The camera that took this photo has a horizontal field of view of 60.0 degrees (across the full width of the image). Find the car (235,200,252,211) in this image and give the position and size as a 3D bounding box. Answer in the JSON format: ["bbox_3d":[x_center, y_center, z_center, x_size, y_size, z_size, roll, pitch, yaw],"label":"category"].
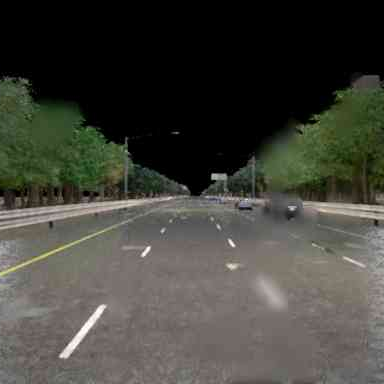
[{"bbox_3d":[7.102,1.837,46.151,1.994,1.385,4.181,0,-1,0],"label":"car"}]

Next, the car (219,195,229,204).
[{"bbox_3d":[7.293,2.101,76.193,2.033,1.411,5.357,0,-1,0],"label":"car"}]

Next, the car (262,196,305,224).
[{"bbox_3d":[7.028,1.315,25.941,2.150,2.045,5.566,0,0,0],"label":"car"}]
